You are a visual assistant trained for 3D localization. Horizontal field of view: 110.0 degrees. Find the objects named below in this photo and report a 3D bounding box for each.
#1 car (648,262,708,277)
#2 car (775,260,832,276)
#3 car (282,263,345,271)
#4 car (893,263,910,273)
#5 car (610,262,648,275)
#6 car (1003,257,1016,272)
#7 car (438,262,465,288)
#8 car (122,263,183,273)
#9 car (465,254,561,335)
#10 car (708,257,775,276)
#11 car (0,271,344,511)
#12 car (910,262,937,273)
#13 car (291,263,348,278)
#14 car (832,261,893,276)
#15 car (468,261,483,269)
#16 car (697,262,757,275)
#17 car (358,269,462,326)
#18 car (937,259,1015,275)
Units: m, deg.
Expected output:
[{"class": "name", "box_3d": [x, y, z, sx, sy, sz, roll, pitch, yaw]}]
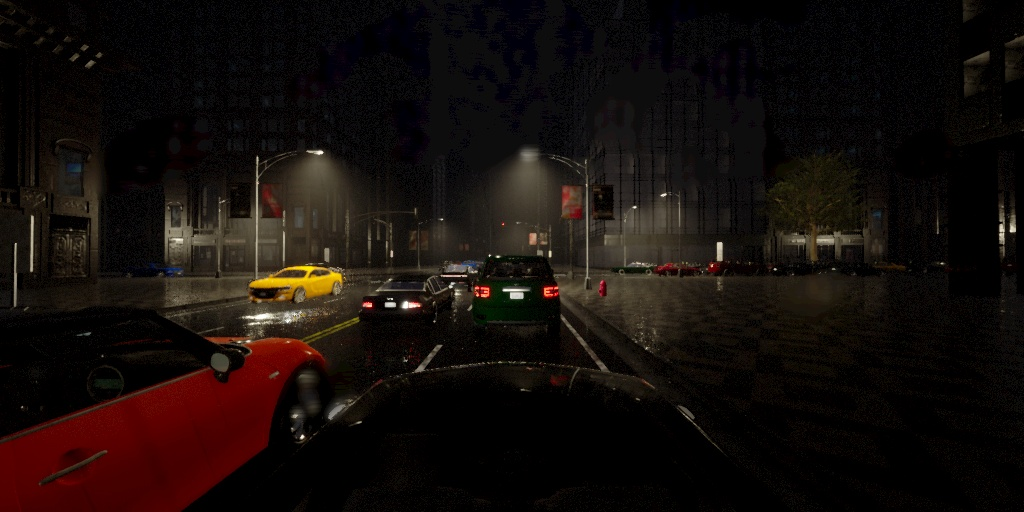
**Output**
[{"class": "car", "box_3d": [15.370, 1.327, 33.330, 4.207, 1.307, 1.802, 0, 0, -1]}, {"class": "car", "box_3d": [26.646, 1.276, 33.485, 4.313, 1.339, 1.948, 0, 0, -1]}, {"class": "car", "box_3d": [-9.773, 1.248, 16.604, 1.882, 1.535, 5.008, 0, 0, 1]}, {"class": "car", "box_3d": [43.278, 1.296, 42.241, 4.829, 1.417, 1.751, 0, 0, -1]}, {"class": "car", "box_3d": [13.214, 1.422, 39.075, 4.718, 1.301, 1.895, 0, -1, 0]}, {"class": "car", "box_3d": [49.198, 0.973, 33.797, 5.009, 1.841, 2.192, 0, 0, -1]}, {"class": "car", "box_3d": [-3.121, 1.280, 21.451, 2.128, 1.511, 4.902, 0, 0, 0]}, {"class": "car", "box_3d": [-35.383, 1.463, 35.453, 5.008, 1.535, 1.882, 0, -1, 0]}, {"class": "car", "box_3d": [0.115, 0.979, 10.630, 2.150, 2.045, 5.566, 0, 0, 0]}, {"class": "car", "box_3d": [21.008, 1.041, 33.408, 5.009, 1.841, 2.192, 0, 0, -1]}, {"class": "car", "box_3d": [-3.147, 1.102, 2.303, 2.097, 1.767, 4.553, 0, 0, 0]}, {"class": "car", "box_3d": [49.087, 1.326, 42.321, 4.313, 1.339, 1.948, 0, 0, -1]}, {"class": "car", "box_3d": [-18.988, 1.437, 35.509, 4.674, 1.442, 1.812, 0, -1, -2]}, {"class": "car", "box_3d": [32.283, 1.260, 33.563, 4.313, 1.339, 1.948, 0, 0, -1]}, {"class": "car", "box_3d": [-6.451, 1.599, 64.033, 2.033, 1.411, 5.357, 0, 0, 1]}, {"class": "car", "box_3d": [23.464, 1.335, 39.222, 5.357, 1.411, 2.033, 0, -1, -1]}, {"class": "car", "box_3d": [-3.120, 1.307, 11.714, 2.033, 1.411, 5.357, 0, 0, 0]}, {"class": "car", "box_3d": [43.559, 1.214, 33.720, 4.507, 1.381, 1.888, 0, 0, -1]}]
